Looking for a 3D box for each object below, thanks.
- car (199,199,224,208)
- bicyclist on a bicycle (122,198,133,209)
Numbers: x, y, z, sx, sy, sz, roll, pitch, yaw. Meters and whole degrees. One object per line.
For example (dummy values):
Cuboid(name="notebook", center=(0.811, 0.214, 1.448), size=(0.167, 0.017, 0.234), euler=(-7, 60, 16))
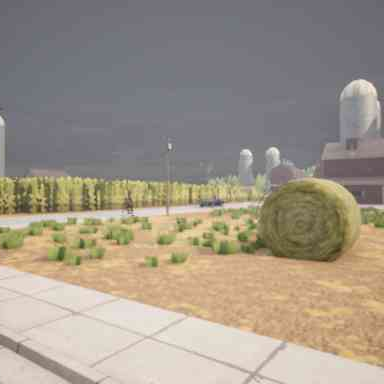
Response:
Cuboid(name="car", center=(3.009, 1.637, 49.525), size=(1.895, 1.301, 4.718), euler=(0, 0, 33))
Cuboid(name="bicyclist on a bicycle", center=(-5.611, 1.336, 28.827), size=(1.656, 1.620, 0.582), euler=(0, 0, 33))
